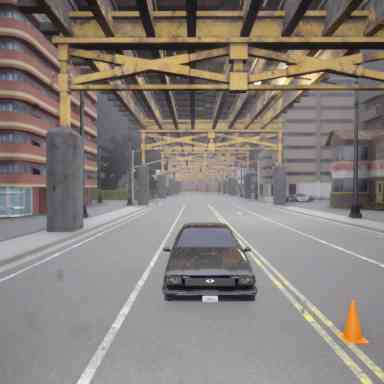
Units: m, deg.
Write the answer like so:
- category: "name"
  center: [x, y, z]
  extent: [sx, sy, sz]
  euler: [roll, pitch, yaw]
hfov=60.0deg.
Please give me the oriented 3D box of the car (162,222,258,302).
- category: "car"
  center: [0.361, 1.534, 8.677]
  extent: [2.033, 1.411, 5.357]
  euler: [0, 0, 1]

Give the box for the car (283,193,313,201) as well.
- category: "car"
  center: [17.511, 0.849, 54.808]
  extent: [4.536, 1.218, 1.853]
  euler: [0, 1, -20]

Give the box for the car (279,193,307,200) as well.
- category: "car"
  center: [17.857, 0.803, 58.925]
  extent: [4.536, 1.218, 1.853]
  euler: [0, 1, 25]

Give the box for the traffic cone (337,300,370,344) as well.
- category: "traffic cone"
  center: [2.453, 1.949, 5.070]
  extent: [0.340, 0.580, 0.340]
  euler: [0, 0, 0]

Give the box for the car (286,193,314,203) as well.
- category: "car"
  center: [17.462, 1.007, 54.792]
  extent: [4.974, 1.542, 2.038]
  euler: [0, 1, -20]

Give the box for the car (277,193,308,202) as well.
- category: "car"
  center: [17.810, 0.960, 58.948]
  extent: [4.974, 1.542, 2.038]
  euler: [0, 1, 25]
